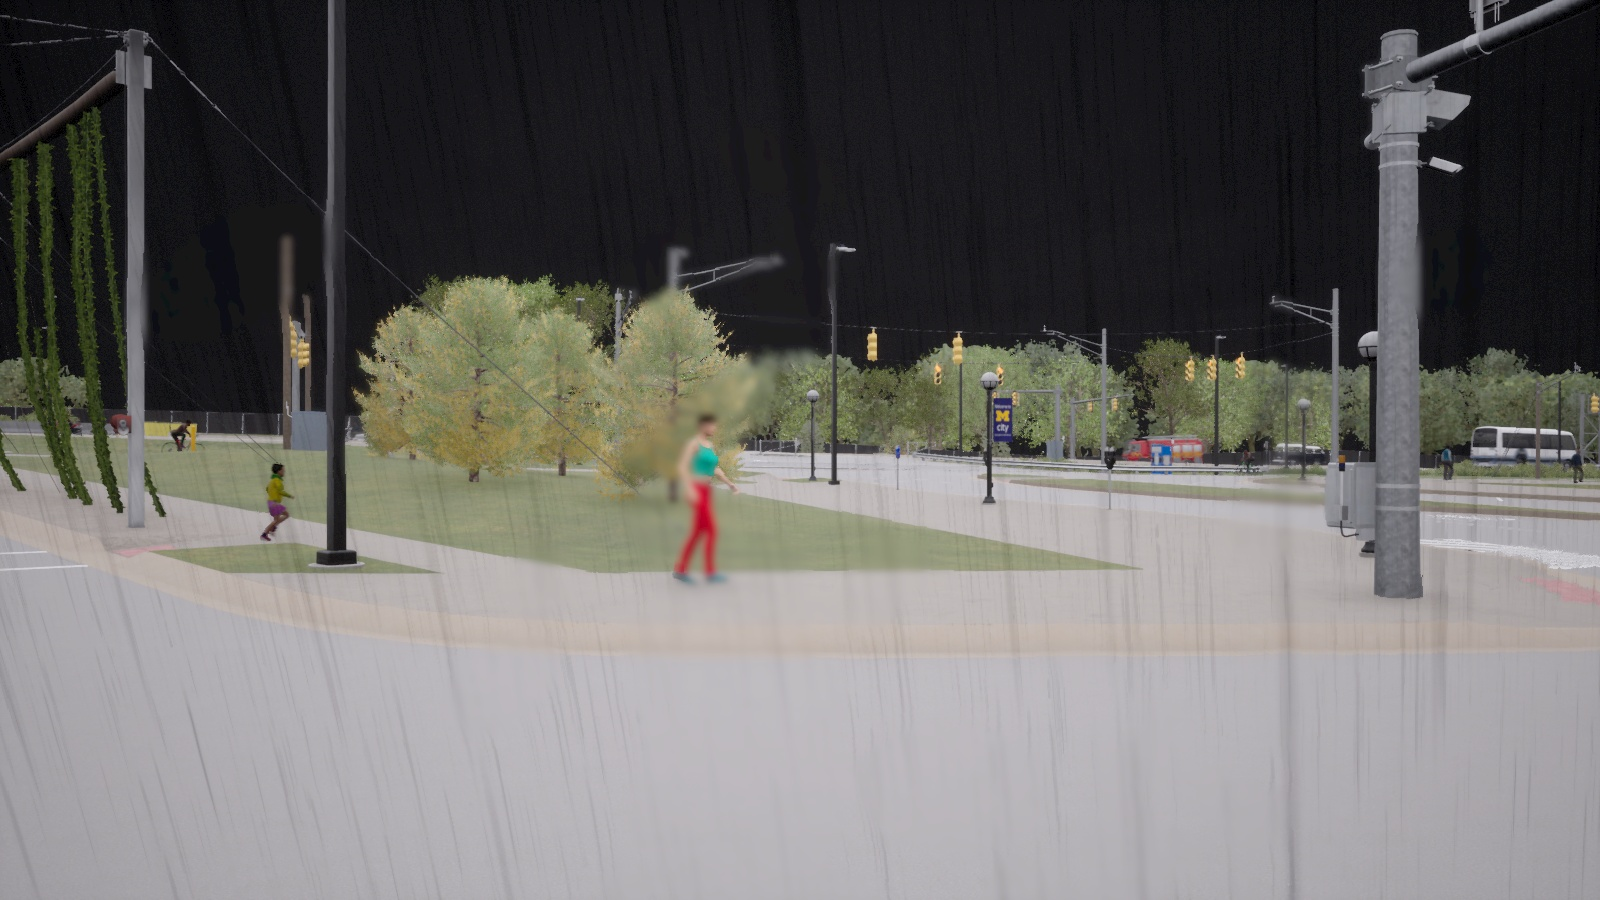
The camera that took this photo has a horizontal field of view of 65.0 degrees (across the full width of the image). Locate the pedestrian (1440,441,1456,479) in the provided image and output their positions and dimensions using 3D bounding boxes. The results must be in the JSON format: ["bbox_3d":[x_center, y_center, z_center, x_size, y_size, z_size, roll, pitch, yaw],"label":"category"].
[{"bbox_3d":[33.403,0.507,64.724,0.692,1.930,0.396,0,0,-18],"label":"pedestrian"}]

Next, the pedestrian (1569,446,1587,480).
[{"bbox_3d":[41.602,0.689,67.143,0.726,1.842,0.402,0,0,-17],"label":"pedestrian"}]

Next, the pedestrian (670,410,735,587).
[{"bbox_3d":[-1.030,0.505,13.296,0.594,1.836,0.345,0,0,22],"label":"pedestrian"}]

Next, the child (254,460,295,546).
[{"bbox_3d":[-7.262,0.722,17.361,0.473,1.160,0.299,0,0,-33],"label":"child"}]
